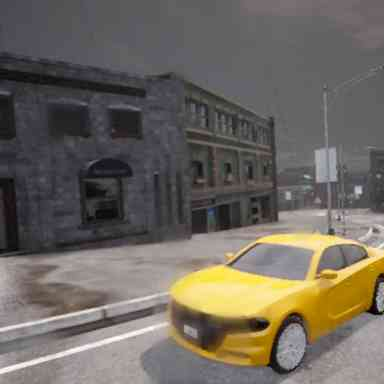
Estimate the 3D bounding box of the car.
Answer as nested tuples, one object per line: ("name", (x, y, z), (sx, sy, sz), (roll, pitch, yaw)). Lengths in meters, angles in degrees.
("car", (1.842, 1.528, 5.928), (5.008, 1.535, 1.882), (1, -1, -42))
